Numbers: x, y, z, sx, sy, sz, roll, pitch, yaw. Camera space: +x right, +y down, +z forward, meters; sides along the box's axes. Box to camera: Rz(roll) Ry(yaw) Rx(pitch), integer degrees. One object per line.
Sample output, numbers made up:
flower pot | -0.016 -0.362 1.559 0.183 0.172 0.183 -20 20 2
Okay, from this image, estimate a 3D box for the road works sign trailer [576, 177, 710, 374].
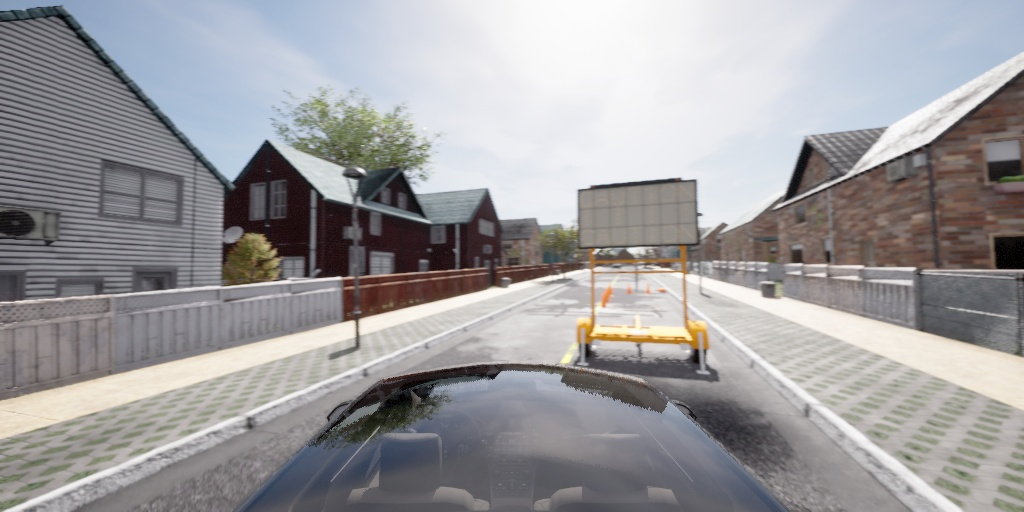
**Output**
road works sign trailer | 2.701 0.220 7.650 2.380 3.560 2.880 0 0 19
